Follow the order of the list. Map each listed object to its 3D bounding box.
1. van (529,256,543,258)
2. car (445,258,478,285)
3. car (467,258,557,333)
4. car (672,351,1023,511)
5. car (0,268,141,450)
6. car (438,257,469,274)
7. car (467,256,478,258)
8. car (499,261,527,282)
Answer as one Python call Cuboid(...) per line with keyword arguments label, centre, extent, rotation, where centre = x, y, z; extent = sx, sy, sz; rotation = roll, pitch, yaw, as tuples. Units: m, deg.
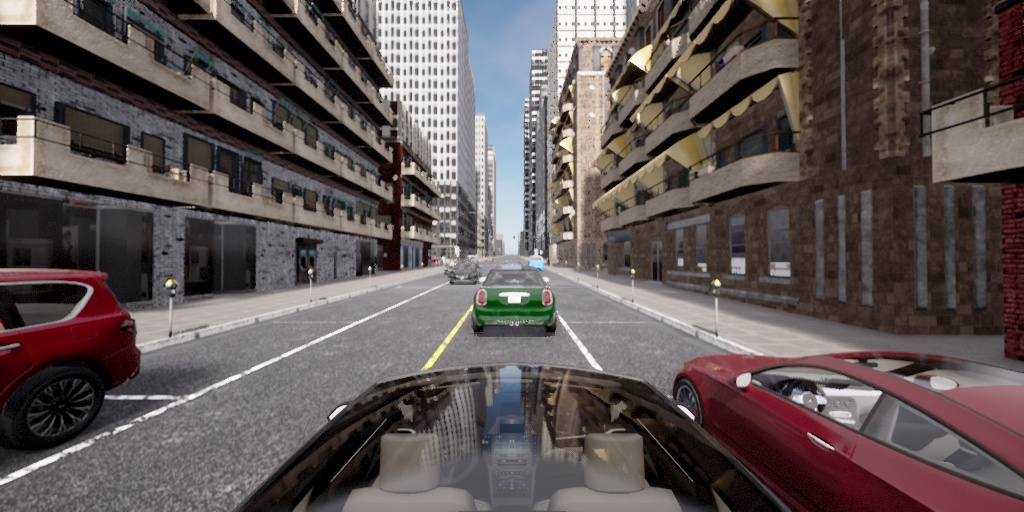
Cuboid(label="van", centre=(2.699, 0.866, 41.272), extent=(1.690, 1.789, 3.998), rotation=(0, 0, 0))
Cuboid(label="car", centre=(-3.096, 1.124, 24.608), extent=(1.837, 1.490, 4.892), rotation=(0, 0, 0))
Cuboid(label="car", centre=(0.068, 1.051, 10.675), extent=(2.097, 1.767, 4.553), rotation=(0, 0, 0))
Cuboid(label="car", centre=(2.692, 1.328, 2.490), extent=(1.802, 1.307, 4.207), rotation=(0, 0, 0))
Cuboid(label="car", centre=(-5.690, 1.060, 2.439), extent=(2.192, 1.841, 5.009), rotation=(0, 0, 0))
Cuboid(label="car", centre=(-5.650, 1.107, 35.680), extent=(2.007, 1.370, 4.403), rotation=(0, 0, 0))
Cuboid(label="car", centre=(-5.648, 1.059, 46.760), extent=(1.948, 1.339, 4.313), rotation=(0, 0, 0))
Cuboid(label="car", centre=(0.087, 1.146, 28.334), extent=(2.033, 1.411, 5.357), rotation=(0, 0, 0))
